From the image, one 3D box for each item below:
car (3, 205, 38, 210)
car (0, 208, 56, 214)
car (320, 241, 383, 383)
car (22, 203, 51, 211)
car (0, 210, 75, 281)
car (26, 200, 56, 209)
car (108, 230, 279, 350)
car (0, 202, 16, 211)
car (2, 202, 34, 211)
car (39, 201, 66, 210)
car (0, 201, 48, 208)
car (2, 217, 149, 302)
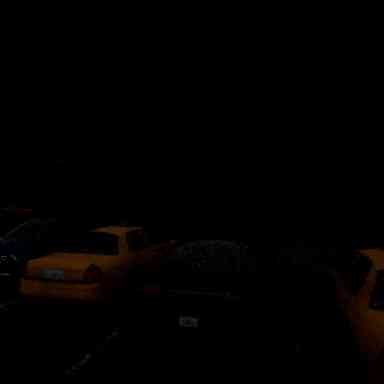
[{"bbox_3d":[-9.029,1.498,13.387,2.231,1.521,4.892,1,-1,16],"label":"car"},{"bbox_3d":[-6.615,1.525,11.691,2.163,1.488,4.792,0,-1,16],"label":"car"},{"bbox_3d":[3.058,1.487,4.967,1.946,1.575,5.366,0,-1,16],"label":"car"},{"bbox_3d":[-29.684,2.789,63.611,4.792,1.488,2.163,0,-2,15],"label":"car"},{"bbox_3d":[-4.216,1.493,9.946,2.097,1.535,5.008,1,-1,16],"label":"car"},{"bbox_3d":[-20.305,2.178,45.316,5.566,2.045,2.435,1,-1,15],"label":"car"},{"bbox_3d":[0.612,1.489,6.504,2.097,1.535,5.008,0,-1,15],"label":"car"},{"bbox_3d":[-33.575,2.555,58.040,4.892,1.521,2.231,0,-2,15],"label":"car"},{"bbox_3d":[-31.826,2.654,60.871,5.366,1.575,1.946,0,-2,15],"label":"car"},{"bbox_3d":[-27.807,2.737,66.414,4.553,1.767,2.185,0,-2,15],"label":"car"},{"bbox_3d":[-21.891,2.324,42.789,5.366,1.575,1.946,1,-2,15],"label":"car"},{"bbox_3d":[-1.758,1.491,8.405,1.946,1.575,5.366,0,-1,16],"label":"car"}]
